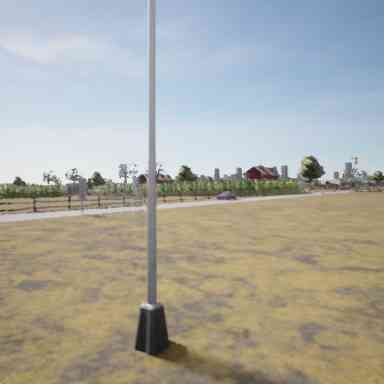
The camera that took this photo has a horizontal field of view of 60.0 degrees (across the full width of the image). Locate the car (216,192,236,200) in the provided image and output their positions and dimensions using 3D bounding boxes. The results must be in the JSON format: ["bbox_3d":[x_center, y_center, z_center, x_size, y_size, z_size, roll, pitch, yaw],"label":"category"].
[{"bbox_3d":[5.771,0.670,55.808,1.994,1.385,4.181,0,1,36],"label":"car"}]
